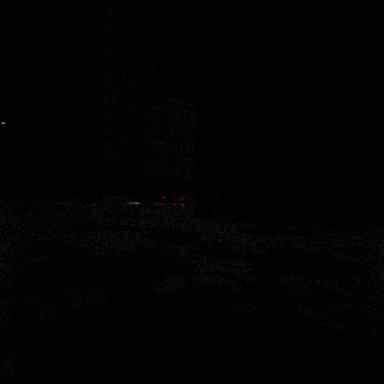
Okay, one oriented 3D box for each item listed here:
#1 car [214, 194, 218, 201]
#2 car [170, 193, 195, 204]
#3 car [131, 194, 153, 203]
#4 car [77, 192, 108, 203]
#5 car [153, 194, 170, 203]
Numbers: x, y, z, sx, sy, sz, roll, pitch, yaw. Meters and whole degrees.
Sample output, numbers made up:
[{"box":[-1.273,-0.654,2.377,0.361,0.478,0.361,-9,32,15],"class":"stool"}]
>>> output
[{"box":[5.024,1.109,59.601,1.994,1.385,4.181,1,1,36],"class":"car"},{"box":[-0.703,0.883,51.566,2.097,1.767,4.553,1,1,36],"class":"car"},{"box":[-7.749,0.965,53.121,1.994,1.385,4.181,1,1,36],"class":"car"},{"box":[-14.655,0.818,49.126,2.128,1.511,4.902,1,1,36],"class":"car"},{"box":[-3.612,0.994,53.100,1.812,1.442,4.674,1,1,37],"class":"car"}]
